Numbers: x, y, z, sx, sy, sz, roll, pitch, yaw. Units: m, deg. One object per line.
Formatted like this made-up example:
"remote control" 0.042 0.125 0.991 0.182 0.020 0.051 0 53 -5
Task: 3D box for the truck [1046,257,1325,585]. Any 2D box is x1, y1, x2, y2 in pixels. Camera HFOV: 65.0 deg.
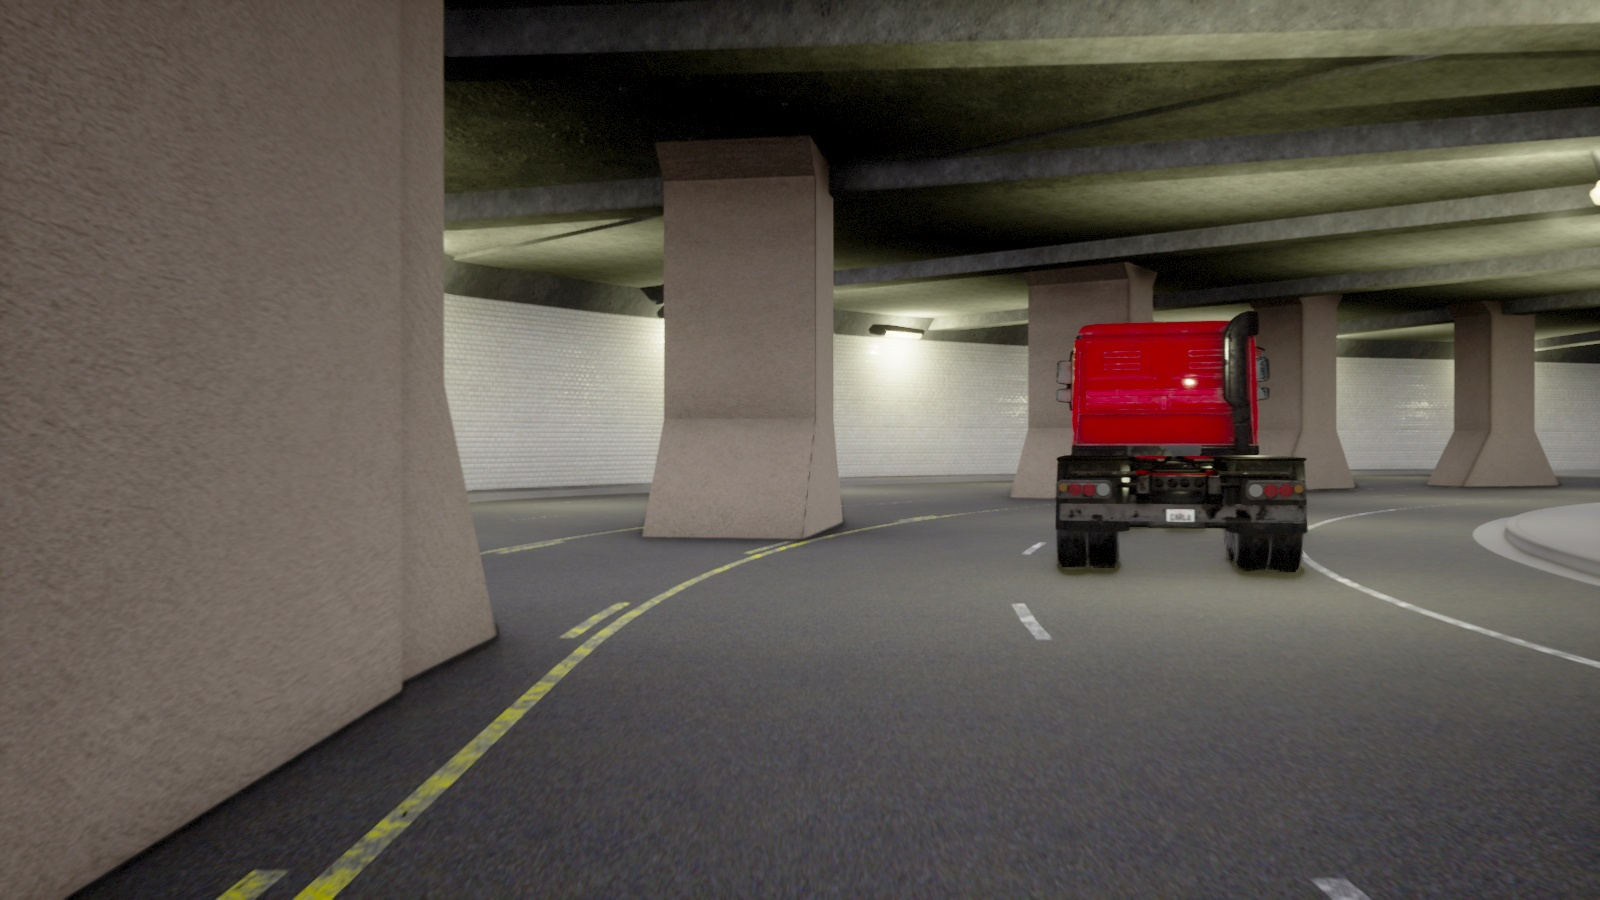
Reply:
"truck" 5.143 -0.330 17.472 2.891 3.462 7.936 0 0 15
